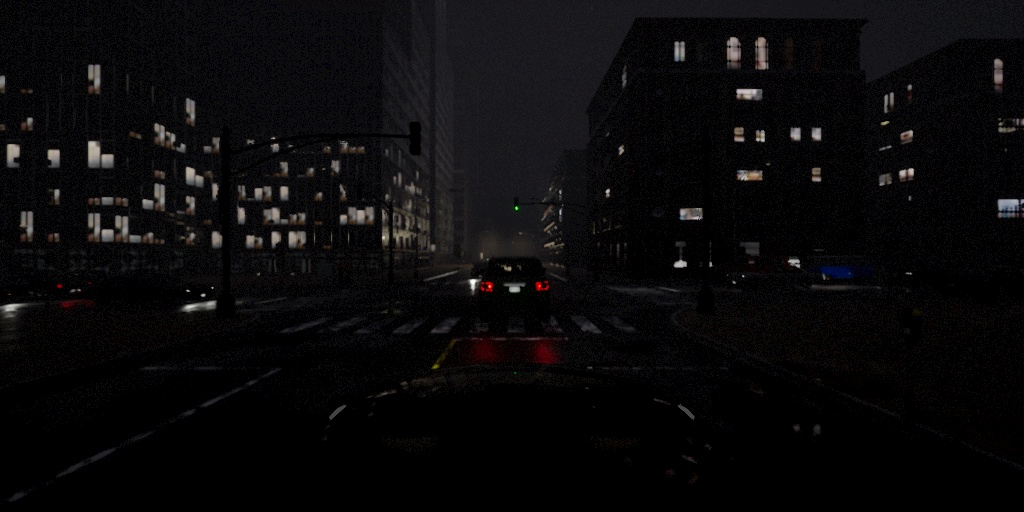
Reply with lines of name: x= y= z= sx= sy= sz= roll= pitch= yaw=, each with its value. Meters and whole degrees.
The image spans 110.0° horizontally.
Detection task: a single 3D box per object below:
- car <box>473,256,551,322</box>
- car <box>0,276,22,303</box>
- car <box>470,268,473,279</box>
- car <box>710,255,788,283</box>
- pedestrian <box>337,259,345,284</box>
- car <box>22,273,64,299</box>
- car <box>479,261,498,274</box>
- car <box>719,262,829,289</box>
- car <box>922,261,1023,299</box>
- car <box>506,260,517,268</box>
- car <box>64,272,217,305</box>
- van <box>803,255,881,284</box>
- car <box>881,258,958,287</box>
car: x=0.079 y=1.001 z=12.665 sx=2.150 sy=2.045 sz=5.566 roll=-1 pitch=0 yaw=0
car: x=-27.510 y=1.644 z=17.309 sx=4.892 sy=1.490 sz=1.837 roll=-1 pitch=0 yaw=-1
car: x=-2.848 y=1.382 z=34.245 sx=2.033 sy=1.411 sz=5.357 roll=0 pitch=0 yaw=-1
car: x=15.316 y=0.898 z=23.251 sx=5.009 sy=1.841 sz=2.192 roll=0 pitch=0 yaw=-1
pedestrian: x=-12.359 y=1.083 z=25.872 sx=0.375 sy=1.860 sz=0.375 roll=0 pitch=1 yaw=-1
car: x=-27.117 y=1.736 z=20.274 sx=4.718 sy=1.301 sz=1.895 roll=-1 pitch=0 yaw=-1
car: x=-2.844 y=1.409 z=44.382 sx=2.033 sy=1.411 sz=5.357 roll=0 pitch=0 yaw=0
car: x=15.052 y=1.187 z=20.785 sx=4.718 sy=1.301 sz=1.895 roll=-1 pitch=0 yaw=-1
car: x=21.082 y=1.053 z=15.433 sx=4.507 sy=1.381 sz=1.888 roll=0 pitch=0 yaw=-1
car: x=-0.029 y=1.481 z=65.233 sx=1.994 sy=1.385 sz=4.181 roll=0 pitch=0 yaw=0
car: x=-17.695 y=1.556 z=17.438 sx=5.357 sy=1.411 sz=2.033 roll=-1 pitch=0 yaw=-1
van: x=20.971 y=0.854 z=23.313 sx=3.998 sy=1.789 sz=1.690 roll=0 pitch=0 yaw=-1
car: x=24.377 y=0.961 z=20.886 sx=4.902 sy=1.511 sz=2.128 roll=-1 pitch=0 yaw=-1
